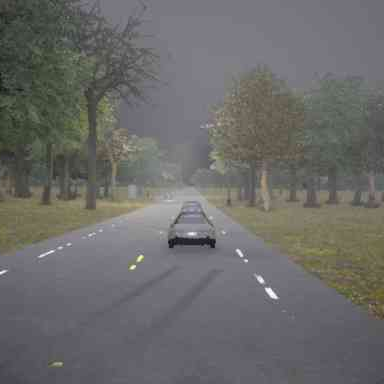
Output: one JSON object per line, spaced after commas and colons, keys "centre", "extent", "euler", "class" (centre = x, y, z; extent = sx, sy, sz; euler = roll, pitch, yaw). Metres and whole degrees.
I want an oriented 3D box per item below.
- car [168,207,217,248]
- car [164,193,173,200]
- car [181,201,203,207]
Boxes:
{"centre": [0.000, 1.560, 14.650], "extent": [1.994, 1.385, 4.181], "euler": [0, 0, 0], "class": "car"}
{"centre": [-5.527, 1.024, 77.338], "extent": [2.128, 1.511, 4.902], "euler": [0, 1, -7], "class": "car"}
{"centre": [0.000, 1.528, 29.649], "extent": [2.033, 1.411, 5.357], "euler": [0, 0, 0], "class": "car"}
